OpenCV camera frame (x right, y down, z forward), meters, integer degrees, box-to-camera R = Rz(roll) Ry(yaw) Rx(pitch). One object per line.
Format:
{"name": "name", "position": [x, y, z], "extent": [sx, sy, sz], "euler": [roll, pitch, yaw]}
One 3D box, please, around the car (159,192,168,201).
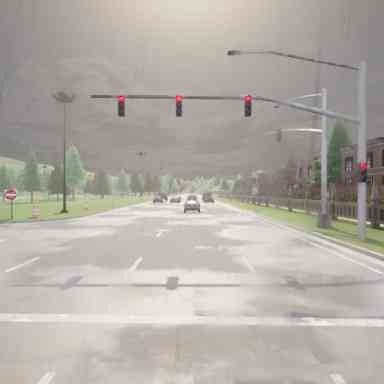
{"name": "car", "position": [-6.962, 1.057, 78.565], "extent": [2.150, 2.045, 5.566], "euler": [0, 0, 0]}

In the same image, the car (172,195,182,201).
{"name": "car", "position": [-3.462, 1.372, 78.533], "extent": [2.033, 1.411, 5.357], "euler": [0, 0, 0]}

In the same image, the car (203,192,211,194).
{"name": "car", "position": [3.538, 1.057, 78.560], "extent": [2.150, 2.045, 5.566], "euler": [0, 0, 0]}

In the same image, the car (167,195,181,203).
{"name": "car", "position": [-3.467, 1.564, 68.530], "extent": [1.994, 1.385, 4.181], "euler": [0, 0, 0]}

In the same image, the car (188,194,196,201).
{"name": "car", "position": [0.038, 1.332, 78.532], "extent": [1.837, 1.490, 4.892], "euler": [0, 0, 0]}

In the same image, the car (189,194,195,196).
{"name": "car", "position": [0.033, 1.352, 68.499], "extent": [2.097, 1.767, 4.553], "euler": [0, 0, 0]}

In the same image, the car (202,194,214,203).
{"name": "car", "position": [3.533, 1.601, 68.557], "extent": [1.895, 1.301, 4.718], "euler": [0, 0, 0]}

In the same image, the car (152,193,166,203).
{"name": "car", "position": [-6.967, 1.525, 68.532], "extent": [1.812, 1.442, 4.674], "euler": [0, 0, 0]}

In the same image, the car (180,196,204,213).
{"name": "car", "position": [0.018, 1.547, 37.499], "extent": [2.033, 1.411, 5.357], "euler": [0, 0, 0]}
